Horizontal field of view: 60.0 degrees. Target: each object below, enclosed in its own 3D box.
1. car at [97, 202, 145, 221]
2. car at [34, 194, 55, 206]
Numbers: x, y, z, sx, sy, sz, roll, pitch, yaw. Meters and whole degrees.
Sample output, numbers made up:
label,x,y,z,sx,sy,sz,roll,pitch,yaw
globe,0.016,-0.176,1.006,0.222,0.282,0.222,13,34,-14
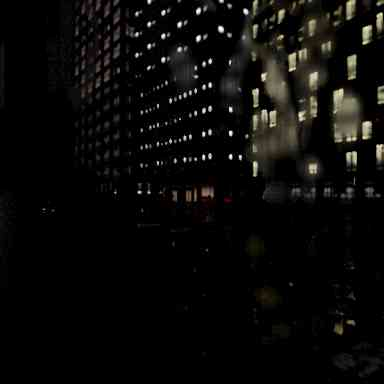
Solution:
label,x,y,z,sx,sy,sz,roll,pitch,yaw
car,-5.401,1.394,24.895,1.895,1.301,4.718,0,0,-37
car,-19.588,1.082,44.099,2.128,1.511,4.902,0,0,-36
